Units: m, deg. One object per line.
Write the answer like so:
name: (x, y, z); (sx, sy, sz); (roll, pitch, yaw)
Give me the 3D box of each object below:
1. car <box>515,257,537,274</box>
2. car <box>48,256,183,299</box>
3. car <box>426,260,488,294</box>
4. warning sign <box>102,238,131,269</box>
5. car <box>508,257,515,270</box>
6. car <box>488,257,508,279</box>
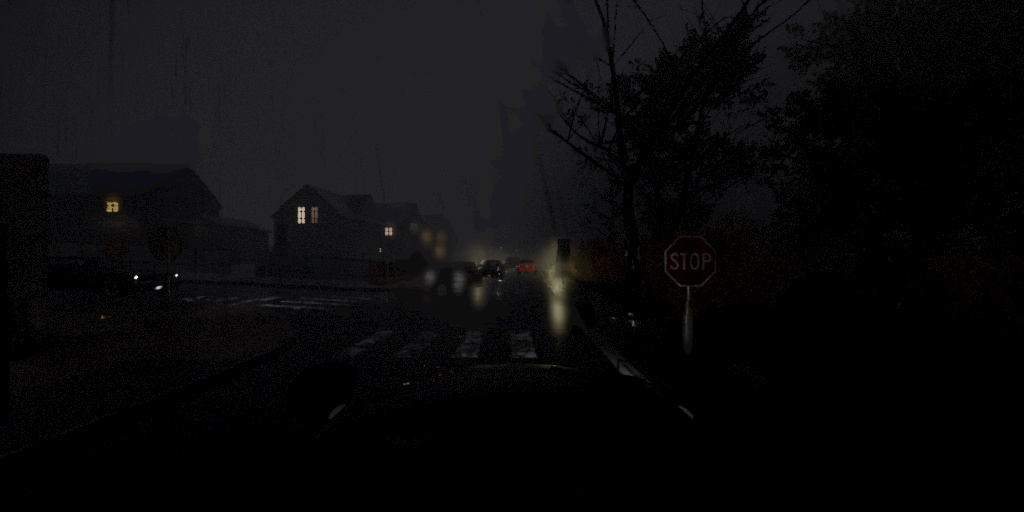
car: (1.849, 1.191, 42.671); (2.097, 1.767, 4.553); (0, 0, 5)
car: (-14.669, 0.701, 12.671); (4.718, 1.301, 1.895); (3, 0, 0)
car: (-3.126, 1.110, 20.377); (2.097, 1.767, 4.553); (0, 0, 11)
warning sign: (-19.873, 0.003, 18.041); (1.060, 1.860, 1.300); (0, 0, 0)
car: (0.031, 1.142, 54.495); (2.150, 2.045, 5.566); (0, -1, 6)
car: (-1.815, 1.142, 32.913); (2.097, 1.767, 4.553); (0, 0, 4)
